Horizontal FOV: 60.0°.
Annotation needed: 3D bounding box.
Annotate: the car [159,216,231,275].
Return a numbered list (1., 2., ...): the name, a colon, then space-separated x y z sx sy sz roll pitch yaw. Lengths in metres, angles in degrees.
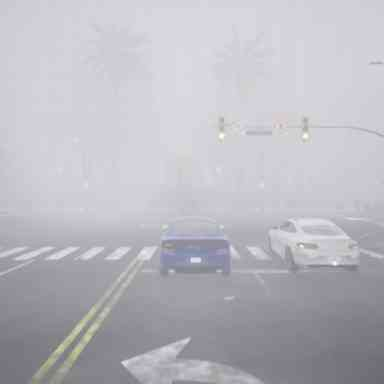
1. car: 0.046 1.491 10.492 1.882 1.535 5.008 0 0 -1

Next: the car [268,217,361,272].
1. car: 3.688 1.539 10.698 1.812 1.442 4.674 0 0 2
